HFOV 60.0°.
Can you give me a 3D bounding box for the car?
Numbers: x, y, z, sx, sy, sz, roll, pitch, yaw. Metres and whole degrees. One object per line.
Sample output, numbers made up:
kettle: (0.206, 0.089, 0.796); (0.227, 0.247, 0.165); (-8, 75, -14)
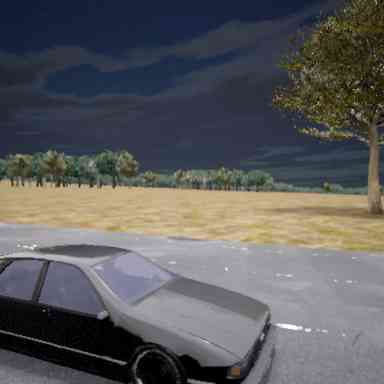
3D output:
car: (-1.563, 1.551, 4.901); (5.357, 1.411, 2.033); (2, 1, 22)
